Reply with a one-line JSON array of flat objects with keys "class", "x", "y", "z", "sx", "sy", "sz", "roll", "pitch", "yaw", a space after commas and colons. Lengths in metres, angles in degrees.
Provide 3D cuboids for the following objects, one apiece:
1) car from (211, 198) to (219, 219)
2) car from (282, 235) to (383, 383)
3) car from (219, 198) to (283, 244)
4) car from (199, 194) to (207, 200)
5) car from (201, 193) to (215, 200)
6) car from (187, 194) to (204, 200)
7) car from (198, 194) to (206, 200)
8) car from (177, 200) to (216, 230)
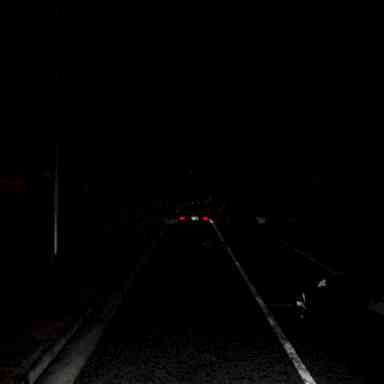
[{"class": "car", "x": 2.646, "y": 1.410, "z": 26.210, "sx": 1.802, "sy": 1.307, "sz": 4.206, "roll": 2, "pitch": 0, "yaw": 0}, {"class": "car", "x": 2.660, "y": 1.538, "z": 3.996, "sx": 1.947, "sy": 1.339, "sz": 4.313, "roll": 2, "pitch": 0, "yaw": 0}, {"class": "car", "x": 2.662, "y": 1.211, "z": 15.101, "sx": 2.192, "sy": 1.841, "sz": 5.009, "roll": 2, "pitch": 0, "yaw": 0}, {"class": "car", "x": 2.613, "y": 1.241, "z": 80.608, "sx": 1.947, "sy": 1.339, "sz": 4.313, "roll": 1, "pitch": 0, "yaw": 0}, {"class": "car", "x": 2.638, "y": 1.166, "z": 48.424, "sx": 1.967, "sy": 1.590, "sz": 4.097, "roll": 2, "pitch": 0, "yaw": 0}, {"class": "car", "x": 0.079, "y": 1.306, "z": 40.091, "sx": 2.033, "sy": 1.411, "sz": 5.357, "roll": 0, "pitch": 0, "yaw": 0}, {"class": "car", "x": 2.611, "y": 1.209, "z": 86.215, "sx": 1.752, "sy": 1.417, "sz": 4.829, "roll": 1, "pitch": 0, "yaw": 0}, {"class": "car", "x": 0.088, "y": 1.412, "z": 19.776, "sx": 2.033, "sy": 1.411, "sz": 5.357, "roll": 0, "pitch": 0, "yaw": 0}]
